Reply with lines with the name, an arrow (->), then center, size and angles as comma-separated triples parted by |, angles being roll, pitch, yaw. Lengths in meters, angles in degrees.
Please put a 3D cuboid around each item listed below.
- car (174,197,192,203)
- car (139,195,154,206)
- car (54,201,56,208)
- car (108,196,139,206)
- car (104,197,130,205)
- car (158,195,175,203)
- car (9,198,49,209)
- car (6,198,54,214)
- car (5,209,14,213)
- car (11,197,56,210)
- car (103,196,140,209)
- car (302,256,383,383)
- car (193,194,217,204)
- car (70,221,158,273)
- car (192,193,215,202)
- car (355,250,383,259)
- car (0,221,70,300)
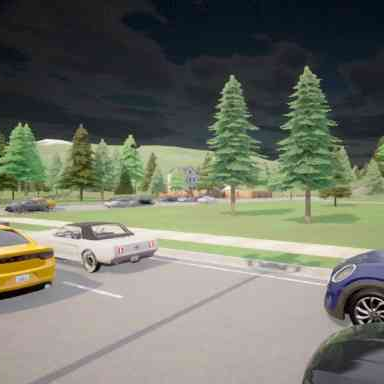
car -> -1.017, 1.600, 69.449 | 1.895, 1.301, 4.718 | 0, 0, 36
car -> -8.307, 1.351, 53.688 | 2.097, 1.767, 4.553 | 0, 0, 36
car -> -18.713, 1.478, 39.441 | 1.882, 1.535, 5.008 | 0, 0, 36
car -> -11.310, 1.492, 55.507 | 2.128, 1.511, 4.902 | 0, 0, 36
car -> -13.222, 1.564, 58.811 | 1.994, 1.385, 4.181 | 0, 0, 36
car -> -5.037, 1.489, 69.878 | 2.128, 1.511, 4.902 | 0, 0, 36
car -> -22.516, 1.526, 46.101 | 1.812, 1.442, 4.674 | 0, 0, 36
car -> -17.395, 1.564, 35.289 | 1.994, 1.385, 4.181 | 0, 0, 36
car -> -10.839, 1.601, 15.998 | 4.718, 1.301, 1.895 | 0, 0, 35
car -> -20.415, 1.492, 43.046 | 2.128, 1.511, 4.902 | 0, 0, 36
car -> -9.838, 1.601, 45.663 | 1.895, 1.301, 4.718 | 0, 0, 36
car -> 3.102, 1.505, 1.762 | 4.892, 1.490, 1.837 | 0, 0, 35
car -> 2.697, 1.525, 62.752 | 1.812, 1.442, 4.674 | 0, 0, 37
car -> -3.433, 1.601, 10.728 | 4.718, 1.301, 1.895 | 0, 0, 35
car -> 3.009, 1.261, 69.029 | 2.150, 2.045, 5.566 | 0, 0, 36
car -> 4.499, 1.352, 5.067 | 4.553, 1.767, 2.097 | 0, 0, 36
car -> -5.215, 1.478, 7.698 | 5.008, 1.535, 1.882 | 0, 0, 35
